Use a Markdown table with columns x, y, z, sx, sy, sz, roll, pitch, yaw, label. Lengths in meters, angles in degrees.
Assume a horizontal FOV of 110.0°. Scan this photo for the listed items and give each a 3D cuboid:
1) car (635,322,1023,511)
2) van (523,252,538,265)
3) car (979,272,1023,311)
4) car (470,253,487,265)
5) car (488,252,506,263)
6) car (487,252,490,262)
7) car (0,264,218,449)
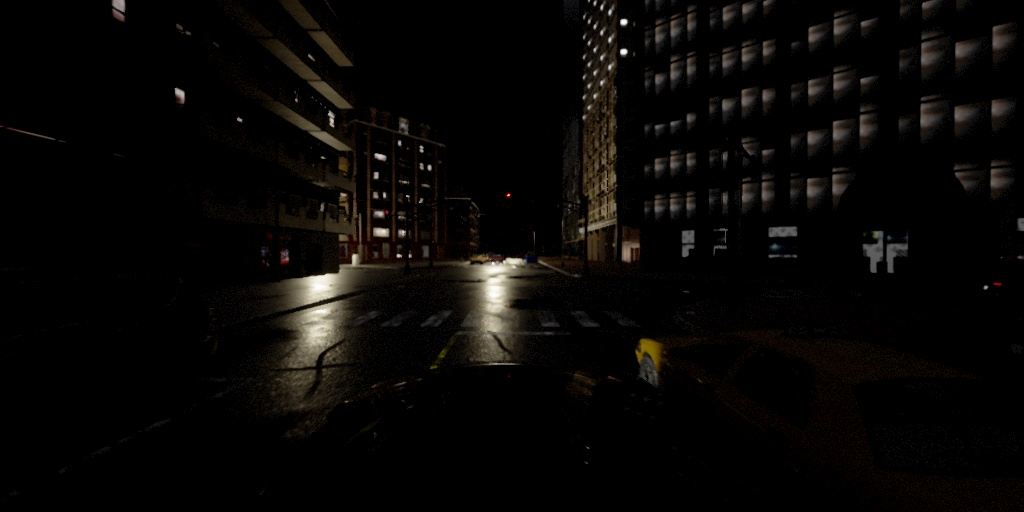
| x | y | z | sx | sy | sz | roll | pitch | yaw | label |
| --- | --- | --- | --- | --- | --- | --- | --- | --- | --- |
| 2.572 | 1.253 | 3.331 | 1.751 | 1.417 | 4.829 | 0 | 0 | 0 | car |
| 2.841 | 0.326 | 52.148 | 1.690 | 1.789 | 3.998 | 0 | 0 | 0 | van |
| 16.864 | 0.997 | 10.307 | 4.181 | 1.385 | 1.994 | 0 | 1 | 41 | car |
| -5.040 | 0.508 | 52.022 | 1.751 | 1.417 | 4.829 | 0 | 0 | 0 | car |
| -2.469 | 0.427 | 60.867 | 1.994 | 1.385 | 4.181 | 0 | 1 | 1 | car |
| -4.978 | 0.269 | 63.296 | 1.967 | 1.591 | 4.097 | 0 | 0 | 0 | car |
| -5.309 | 1.039 | 3.198 | 2.192 | 1.841 | 5.009 | 0 | 0 | 0 | car |
